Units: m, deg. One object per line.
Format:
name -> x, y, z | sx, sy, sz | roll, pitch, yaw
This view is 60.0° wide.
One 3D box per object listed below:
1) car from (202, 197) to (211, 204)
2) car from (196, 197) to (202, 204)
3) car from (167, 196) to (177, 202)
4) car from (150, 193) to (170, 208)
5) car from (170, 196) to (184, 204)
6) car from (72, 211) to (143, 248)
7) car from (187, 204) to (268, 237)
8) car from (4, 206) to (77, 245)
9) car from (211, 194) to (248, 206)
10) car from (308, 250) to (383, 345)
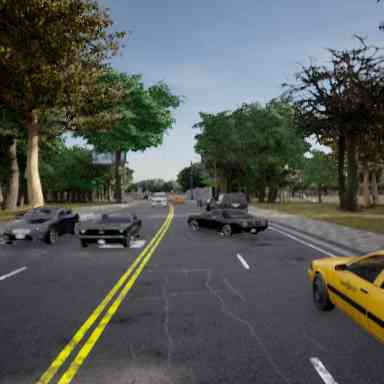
car -> 2.614, 1.347, 37.716 | 2.033, 1.649, 4.856 | 0, 0, -3
car -> 1.837, 1.473, 48.807 | 2.033, 1.411, 5.357 | 0, 0, -7
car -> -4.759, 1.621, 79.784 | 1.895, 1.301, 4.718 | 0, 0, -9
car -> -4.527, 1.150, 46.127 | 2.150, 2.045, 5.566 | 0, 0, -4
car -> -2.491, 1.446, 61.677 | 1.882, 1.535, 5.008 | 0, 0, -6
car -> -3.373, 1.553, 14.605 | 1.895, 1.301, 4.718 | 0, 0, 0
car -> 1.684, 1.544, 17.689 | 1.895, 1.301, 4.718 | 0, 0, -33
car -> -6.635, 1.442, 15.265 | 2.128, 1.511, 4.902 | 0, 0, 0
car -> 3.060, 1.145, 26.637 | 2.150, 2.045, 5.566 | 0, 0, -2
car -> 3.250, 1.439, 4.655 | 1.801, 1.575, 5.366 | 0, 0, 0
